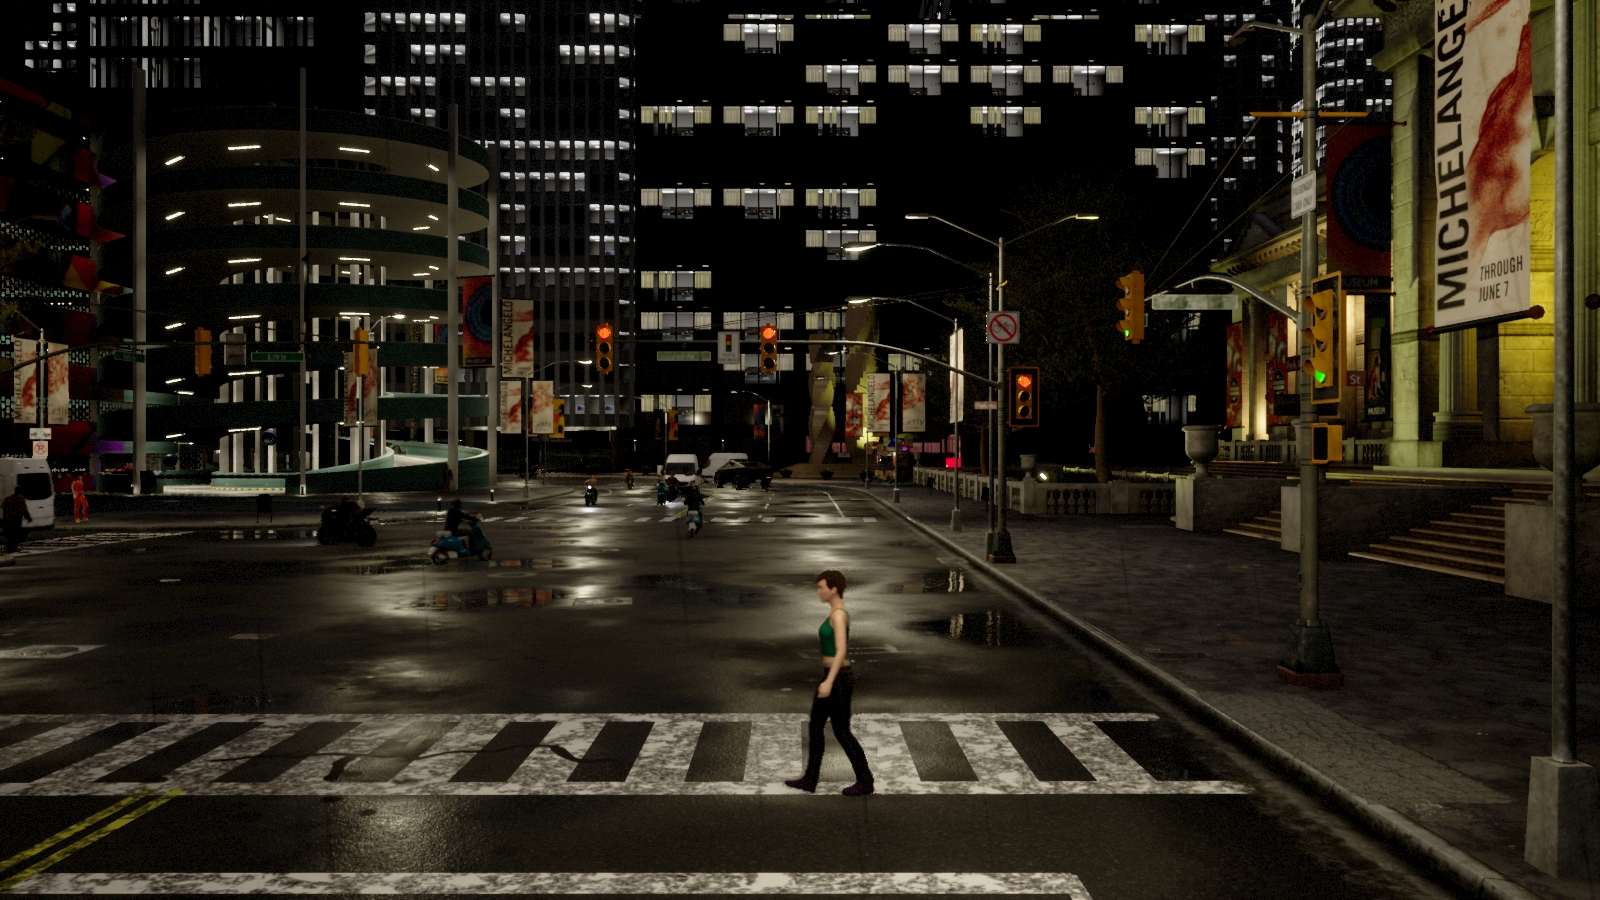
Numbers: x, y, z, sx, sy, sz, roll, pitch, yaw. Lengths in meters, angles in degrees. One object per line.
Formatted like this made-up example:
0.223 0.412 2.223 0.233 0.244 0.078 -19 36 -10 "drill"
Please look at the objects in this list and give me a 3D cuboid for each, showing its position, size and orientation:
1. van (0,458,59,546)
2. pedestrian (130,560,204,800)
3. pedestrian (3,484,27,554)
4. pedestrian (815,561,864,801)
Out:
-26.012 1.534 34.576 5.915 2.561 1.988 0 0 0 "van"
-5.156 1.848 9.310 0.375 1.860 0.375 0 0 18 "pedestrian"
-21.097 1.848 30.708 0.375 1.860 0.375 0 0 9 "pedestrian"
0.316 1.849 9.231 0.375 1.860 0.375 0 0 -2 "pedestrian"
